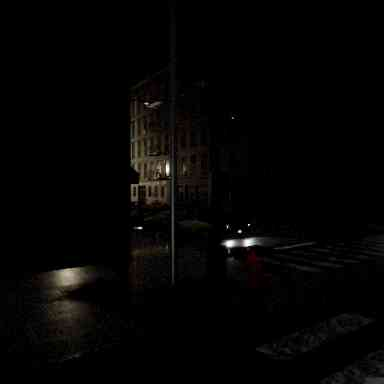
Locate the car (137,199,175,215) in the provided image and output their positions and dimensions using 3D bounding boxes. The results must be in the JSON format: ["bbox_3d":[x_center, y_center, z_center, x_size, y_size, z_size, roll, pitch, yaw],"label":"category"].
[{"bbox_3d":[-3.846,1.528,34.845,1.752,1.417,4.829,0,0,-35],"label":"car"}]

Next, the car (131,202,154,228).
[{"bbox_3d":[-4.012,1.584,21.241,2.008,1.369,4.403,0,0,-35],"label":"car"}]

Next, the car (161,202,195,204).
[{"bbox_3d":[-0.608,1.565,30.297,1.947,1.339,4.313,0,0,-35],"label":"car"}]

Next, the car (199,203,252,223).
[{"bbox_3d":[2.531,1.578,25.888,1.802,1.307,4.206,0,0,-35],"label":"car"}]

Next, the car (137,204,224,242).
[{"bbox_3d":[-0.774,1.554,16.693,1.752,1.417,4.829,0,0,-35],"label":"car"}]

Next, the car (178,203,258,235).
[{"bbox_3d":[0.951,1.565,18.691,2.033,1.411,5.357,0,0,-32],"label":"car"}]

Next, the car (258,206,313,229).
[{"bbox_3d":[5.671,1.557,21.479,1.947,1.339,4.313,0,0,-35],"label":"car"}]

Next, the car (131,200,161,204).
[{"bbox_3d":[-4.805,1.517,26.733,2.128,1.511,4.902,0,0,-35],"label":"car"}]
